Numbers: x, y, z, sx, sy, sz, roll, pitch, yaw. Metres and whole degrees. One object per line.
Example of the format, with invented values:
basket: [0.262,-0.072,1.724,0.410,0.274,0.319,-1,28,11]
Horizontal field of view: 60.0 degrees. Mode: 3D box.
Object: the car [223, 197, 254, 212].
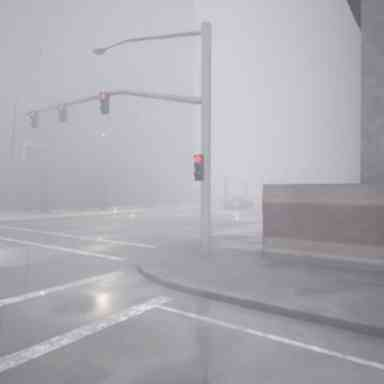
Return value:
car: [5.492,1.335,39.171,2.097,1.767,4.553,0,0,36]
